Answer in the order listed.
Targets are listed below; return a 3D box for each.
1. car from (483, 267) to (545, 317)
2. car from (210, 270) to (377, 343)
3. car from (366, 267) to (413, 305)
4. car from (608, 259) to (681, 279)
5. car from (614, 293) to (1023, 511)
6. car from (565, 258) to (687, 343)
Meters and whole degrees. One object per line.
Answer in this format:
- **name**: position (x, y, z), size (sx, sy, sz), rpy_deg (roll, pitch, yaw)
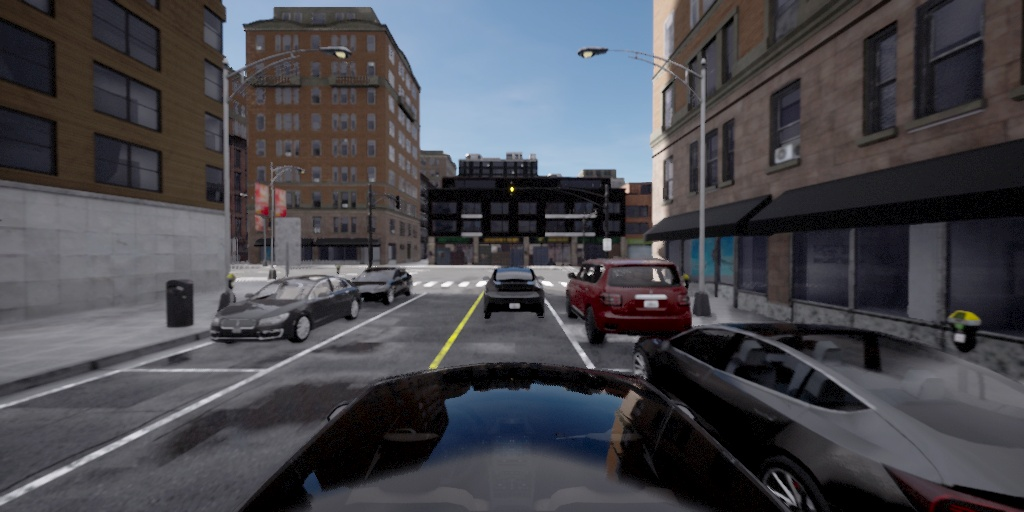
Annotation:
- **car**: position (0.049, 1.105, 12.357), size (1.837, 1.490, 4.892), rpy_deg (0, 1, 0)
- **car**: position (-5.386, 1.195, 9.205), size (2.007, 1.370, 4.403), rpy_deg (0, 0, 0)
- **car**: position (-5.384, 1.131, 14.866), size (1.948, 1.339, 4.313), rpy_deg (0, 0, 0)
- **car**: position (9.989, 0.953, 27.272), size (4.892, 1.490, 1.837), rpy_deg (0, -1, -3)
- **car**: position (2.638, 1.290, 3.541), size (1.948, 1.339, 4.313), rpy_deg (0, 0, 0)
- **car**: position (2.640, 0.959, 9.203), size (2.192, 1.841, 5.009), rpy_deg (0, 0, 0)
